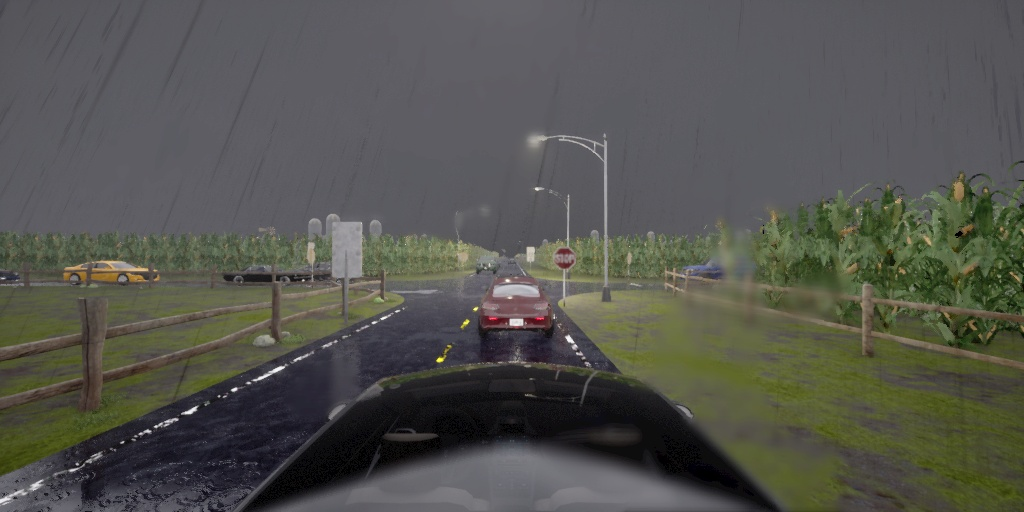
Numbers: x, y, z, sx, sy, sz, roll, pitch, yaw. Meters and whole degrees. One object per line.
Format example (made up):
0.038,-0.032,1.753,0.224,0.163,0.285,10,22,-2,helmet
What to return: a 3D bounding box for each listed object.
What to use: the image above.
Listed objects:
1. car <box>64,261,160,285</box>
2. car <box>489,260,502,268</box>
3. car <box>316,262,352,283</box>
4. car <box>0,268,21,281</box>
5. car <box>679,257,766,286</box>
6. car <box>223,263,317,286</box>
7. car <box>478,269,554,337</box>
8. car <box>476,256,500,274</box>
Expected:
-25.881,1.072,23.311,5.008,1.535,1.882,0,-1,1,car
-2.819,1.325,61.502,1.895,1.301,4.718,0,0,0,car
-13.979,1.193,26.139,4.892,1.490,1.837,0,-1,1,car
-35.777,1.091,23.416,5.357,1.411,2.033,0,-1,1,car
15.132,1.092,25.844,5.566,2.045,2.150,0,-1,1,car
-15.684,1.251,23.208,4.718,1.301,1.895,0,-1,1,car
0.099,1.276,10.136,1.812,1.442,4.674,0,0,0,car
-2.839,0.961,41.138,2.150,2.045,5.566,0,0,0,car
